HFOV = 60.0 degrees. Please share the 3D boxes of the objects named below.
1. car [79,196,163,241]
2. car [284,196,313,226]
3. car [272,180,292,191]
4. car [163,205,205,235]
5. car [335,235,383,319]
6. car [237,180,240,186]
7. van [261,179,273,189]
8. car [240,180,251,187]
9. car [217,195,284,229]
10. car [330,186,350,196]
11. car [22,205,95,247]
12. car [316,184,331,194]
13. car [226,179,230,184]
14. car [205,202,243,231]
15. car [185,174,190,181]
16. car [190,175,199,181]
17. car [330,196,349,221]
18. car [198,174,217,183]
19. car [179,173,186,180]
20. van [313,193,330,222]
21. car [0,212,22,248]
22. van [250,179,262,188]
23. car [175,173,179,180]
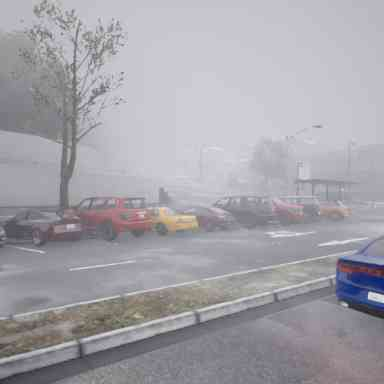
[{"bbox_3d":[-4.545,1.248,16.987,5.566,2.045,2.435,-1,-1,35],"label":"car"},{"bbox_3d":[5.328,1.267,23.896,5.566,2.045,2.435,-1,-1,35],"label":"car"},{"bbox_3d":[18.301,-0.992,65.656,2.231,1.521,4.892,7,3,35],"label":"car"},{"bbox_3d":[-2.224,1.503,18.812,5.366,1.575,1.946,-1,-1,35],"label":"car"},{"bbox_3d":[4.884,1.487,6.602,5.008,1.535,1.882,0,0,-35],"label":"car"},{"bbox_3d":[11.415,-2.043,75.547,2.002,1.452,4.674,7,4,35],"label":"car"},{"bbox_3d":[16.543,-1.490,68.020,1.878,1.987,4.442,7,4,35],"label":"van"},{"bbox_3d":[13.245,-1.811,73.225,1.946,1.575,5.366,7,3,35],"label":"car"},{"bbox_3d":[2.813,1.262,22.193,5.566,2.045,2.435,-1,-1,35],"label":"car"},{"bbox_3d":[25.194,0.137,55.792,2.002,1.452,4.674,7,3,35],"label":"car"},{"bbox_3d":[-6.992,1.524,15.244,4.792,1.488,2.163,-1,-1,35],"label":"car"},{"bbox_3d":[23.505,-0.426,58.266,2.435,2.045,5.566,7,3,35],"label":"car"},{"bbox_3d":[9.675,-2.316,78.011,2.002,1.452,4.674,7,3,35],"label":"car"},{"bbox_3d":[0.384,1.548,20.438,4.674,1.452,2.002,-1,-1,35],"label":"car"},{"bbox_3d":[0.935,-3.850,90.254,2.185,1.767,4.553,6,3,34],"label":"car"},{"bbox_3d":[2.727,-3.698,87.786,2.435,2.045,5.566,7,3,34],"label":"car"},{"bbox_3d":[10.279,1.403,27.312,4.553,1.767,2.185,-1,-1,35],"label":"car"},{"bbox_3d":[4.576,-3.175,85.525,1.946,1.575,5.366,7,3,34],"label":"car"},{"bbox_3d":[-0.792,-4.084,92.726,2.185,1.767,4.553,4,1,34],"label":"car"},{"bbox_3d":[7.868,1.297,25.564,4.442,1.987,1.878,-1,-1,35],"label":"van"},{"bbox_3d":[-9.413,1.493,13.500,4.892,1.521,2.231,-1,-1,35],"label":"car"},{"bbox_3d":[14.817,-1.763,70.492,1.878,1.987,4.442,7,4,35],"label":"van"},{"bbox_3d":[-2.562,-4.361,95.075,2.435,2.045,5.566,1,-1,34],"label":"car"}]
